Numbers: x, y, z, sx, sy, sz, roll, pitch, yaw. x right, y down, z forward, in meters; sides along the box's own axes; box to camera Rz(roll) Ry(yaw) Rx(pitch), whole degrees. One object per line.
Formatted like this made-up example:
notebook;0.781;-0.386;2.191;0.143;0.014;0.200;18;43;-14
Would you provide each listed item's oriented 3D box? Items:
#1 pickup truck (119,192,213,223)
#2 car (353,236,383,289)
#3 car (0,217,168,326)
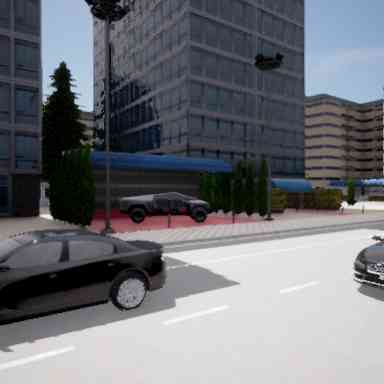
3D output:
pickup truck;-1.730;1.043;23.052;6.274;2.098;2.390;0;0;-5
car;5.898;1.492;8.180;4.892;1.490;1.837;0;0;-35
car;-2.856;1.476;6.219;5.008;1.535;1.882;0;0;-35
